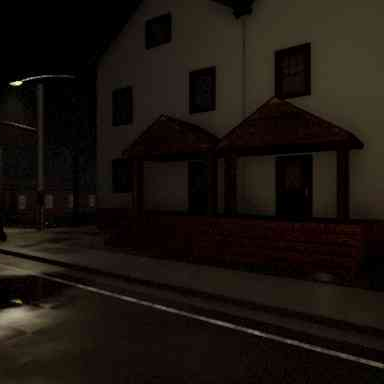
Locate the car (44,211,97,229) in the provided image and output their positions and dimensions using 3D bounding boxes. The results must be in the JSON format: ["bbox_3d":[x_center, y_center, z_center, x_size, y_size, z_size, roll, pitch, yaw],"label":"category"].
[{"bbox_3d":[-11.930,2.964,33.313,2.150,2.045,5.566,0,-8,36],"label":"car"}]
